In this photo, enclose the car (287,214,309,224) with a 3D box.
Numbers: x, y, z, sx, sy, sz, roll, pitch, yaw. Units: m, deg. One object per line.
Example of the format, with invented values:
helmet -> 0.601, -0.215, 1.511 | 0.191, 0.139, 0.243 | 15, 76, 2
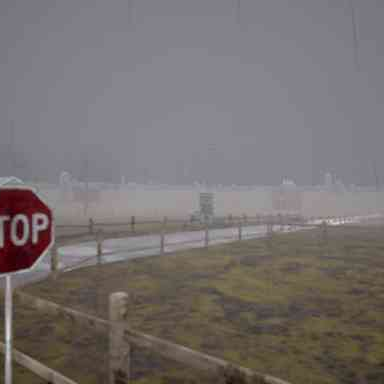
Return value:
car -> 15.564, 3.940, 48.890 | 1.895, 1.301, 4.718 | 0, -3, 35
